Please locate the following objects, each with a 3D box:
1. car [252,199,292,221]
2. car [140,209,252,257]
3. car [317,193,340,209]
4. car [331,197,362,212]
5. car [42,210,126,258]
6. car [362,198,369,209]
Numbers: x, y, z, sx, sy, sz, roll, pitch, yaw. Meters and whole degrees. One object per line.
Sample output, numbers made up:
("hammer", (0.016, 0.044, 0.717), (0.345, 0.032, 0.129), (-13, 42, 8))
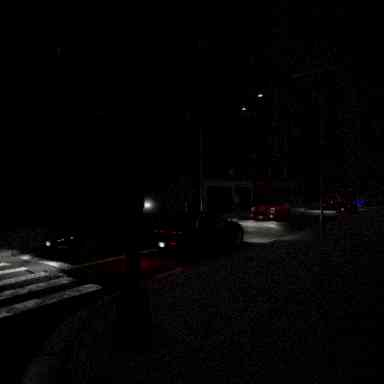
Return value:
("car", (6.462, 1.343, 26.975), (2.097, 1.767, 4.553), (0, 0, 35))
("car", (0.364, 1.510, 13.142), (1.837, 1.490, 4.892), (0, 0, 35))
("car", (18.082, 1.221, 43.626), (2.150, 2.045, 5.566), (0, 0, 35))
("car", (17.838, 1.605, 38.351), (1.895, 1.301, 4.718), (0, 0, 35))
("car", (-3.326, 1.497, 13.075), (1.837, 1.490, 4.892), (1, 0, 38))
("car", (23.586, 1.537, 46.749), (1.812, 1.442, 4.674), (0, 0, 35))
